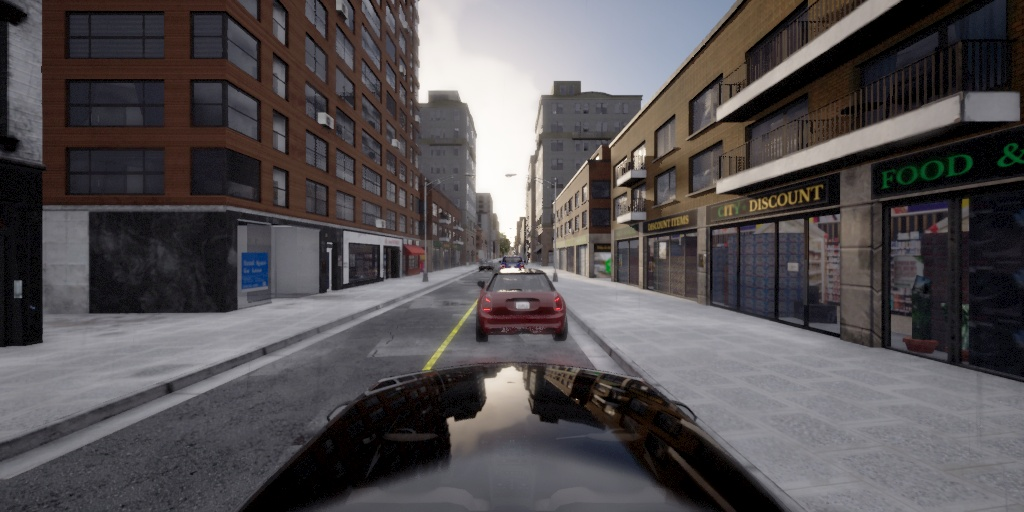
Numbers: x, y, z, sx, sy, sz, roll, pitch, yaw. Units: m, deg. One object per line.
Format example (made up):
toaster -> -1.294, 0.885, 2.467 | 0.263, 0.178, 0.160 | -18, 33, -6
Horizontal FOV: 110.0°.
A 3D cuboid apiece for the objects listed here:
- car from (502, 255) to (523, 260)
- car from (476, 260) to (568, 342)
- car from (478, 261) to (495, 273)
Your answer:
car -> 0.038, 0.976, 31.104 | 2.150, 2.045, 5.566 | 0, 0, 0
car -> 0.115, 1.102, 9.958 | 2.097, 1.767, 4.553 | 0, 0, -3
car -> -3.182, 1.363, 45.381 | 1.895, 1.301, 4.718 | 0, 0, 0
